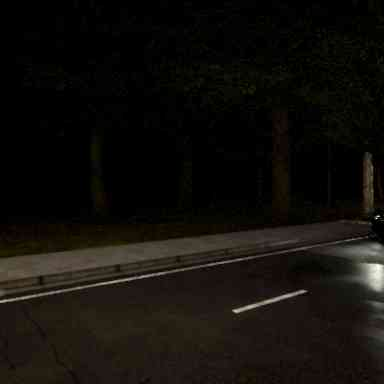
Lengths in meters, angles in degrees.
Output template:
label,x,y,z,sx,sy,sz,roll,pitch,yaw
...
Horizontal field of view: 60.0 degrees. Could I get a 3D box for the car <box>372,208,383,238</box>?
label,x,y,z,sx,sy,sz,roll,pitch,yaw
car,10.505,1.016,15.122,5.566,2.045,2.150,-1,0,-35
